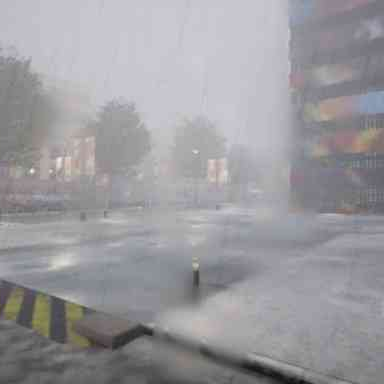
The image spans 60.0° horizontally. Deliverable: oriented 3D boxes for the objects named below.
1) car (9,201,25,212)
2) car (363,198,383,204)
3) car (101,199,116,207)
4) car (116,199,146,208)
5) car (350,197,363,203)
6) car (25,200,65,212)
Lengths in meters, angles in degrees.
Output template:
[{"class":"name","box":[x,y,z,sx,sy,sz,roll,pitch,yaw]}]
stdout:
[{"class":"car","box":[-21.356,1.803,43.770,2.128,1.511,4.902,0,0,36]},{"class":"car","box":[19.166,1.376,33.892,2.002,1.452,4.674,0,0,36]},{"class":"car","box":[-13.008,1.885,55.104,1.994,1.385,4.181,0,0,37]},{"class":"car","box":[-9.483,1.822,53.972,1.812,1.442,4.674,0,0,37]},{"class":"car","box":[23.031,1.506,46.172,2.161,1.482,4.786,0,0,36]},{"class":"car","box":[-18.255,1.851,42.094,1.994,1.385,4.181,0,0,36]}]
